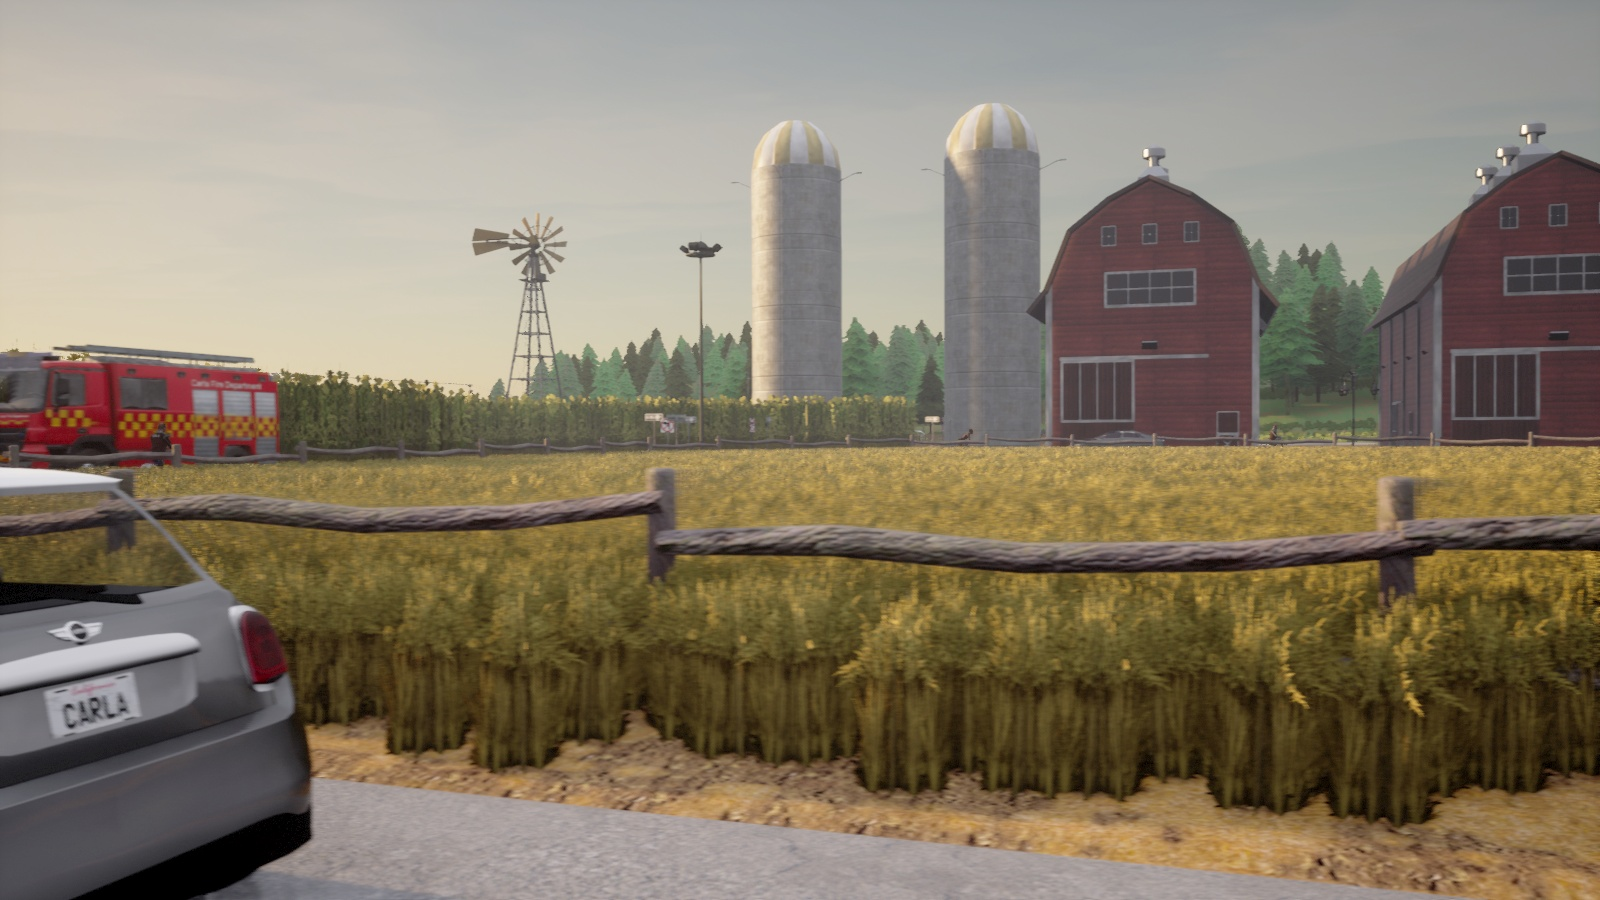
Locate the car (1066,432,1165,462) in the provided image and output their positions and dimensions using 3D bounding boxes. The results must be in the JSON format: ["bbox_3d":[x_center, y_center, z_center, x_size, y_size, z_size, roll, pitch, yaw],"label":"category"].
[{"bbox_3d":[16.402,-0.189,65.320,4.902,1.511,2.128,0,1,15],"label":"car"}]

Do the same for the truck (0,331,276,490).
[{"bbox_3d":[-18.708,-1.000,34.710,2.891,3.827,8.468,0,1,19],"label":"truck"}]

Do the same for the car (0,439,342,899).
[{"bbox_3d":[-3.701,0.707,4.016,3.806,1.475,1.970,1,1,19],"label":"car"}]
